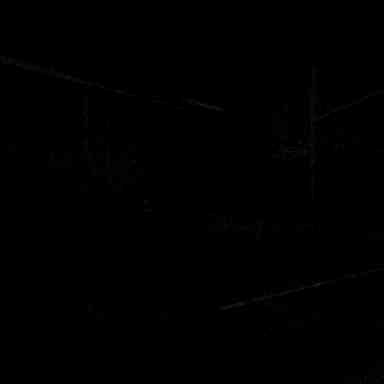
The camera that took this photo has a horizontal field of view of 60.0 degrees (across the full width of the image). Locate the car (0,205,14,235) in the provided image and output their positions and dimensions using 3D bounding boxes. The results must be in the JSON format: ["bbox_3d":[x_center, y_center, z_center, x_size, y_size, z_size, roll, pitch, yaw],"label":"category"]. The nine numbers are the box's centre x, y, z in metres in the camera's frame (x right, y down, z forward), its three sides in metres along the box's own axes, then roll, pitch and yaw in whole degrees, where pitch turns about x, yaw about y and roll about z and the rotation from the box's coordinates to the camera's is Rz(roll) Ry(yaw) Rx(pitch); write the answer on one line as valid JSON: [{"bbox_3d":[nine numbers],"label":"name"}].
[{"bbox_3d":[-11.417,1.524,18.647,2.242,1.667,4.611,1,0,-36],"label":"car"}]

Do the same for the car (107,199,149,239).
[{"bbox_3d":[-4.288,1.447,18.384,1.905,1.878,3.866,1,0,-36],"label":"car"}]

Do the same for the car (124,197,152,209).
[{"bbox_3d":[-8.128,1.601,49.589,2.128,1.511,4.902,1,0,-35],"label":"car"}]
